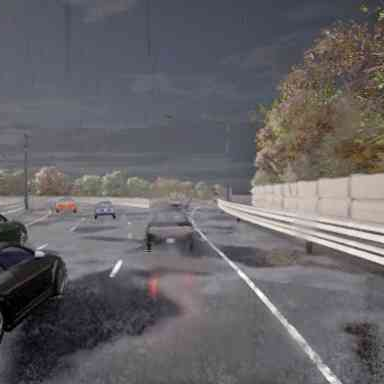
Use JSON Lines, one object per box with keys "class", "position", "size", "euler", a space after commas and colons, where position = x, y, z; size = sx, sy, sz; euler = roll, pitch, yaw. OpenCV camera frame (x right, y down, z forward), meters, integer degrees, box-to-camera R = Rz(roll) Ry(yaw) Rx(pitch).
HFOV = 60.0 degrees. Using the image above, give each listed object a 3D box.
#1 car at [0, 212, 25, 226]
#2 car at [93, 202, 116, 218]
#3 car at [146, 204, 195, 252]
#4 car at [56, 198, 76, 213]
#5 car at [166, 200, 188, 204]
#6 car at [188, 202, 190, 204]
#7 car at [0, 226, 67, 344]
{"class": "car", "position": [-7.854, 1.397, 12.213], "size": [2.097, 1.767, 4.553], "euler": [0, 0, -7]}
{"class": "car", "position": [-8.046, 1.600, 30.616], "size": [2.033, 1.411, 5.357], "euler": [0, 0, -17]}
{"class": "car", "position": [-0.932, 1.500, 14.072], "size": [2.128, 1.511, 4.902], "euler": [0, 0, -4]}
{"class": "car", "position": [-14.770, 1.443, 39.094], "size": [2.097, 1.767, 4.553], "euler": [0, 0, -21]}
{"class": "car", "position": [-1.632, 1.525, 33.314], "size": [1.837, 1.490, 4.892], "euler": [0, 0, 1]}
{"class": "car", "position": [-1.241, 1.622, 41.789], "size": [1.895, 1.301, 4.718], "euler": [0, 0, 4]}
{"class": "car", "position": [-3.765, 1.586, 5.963], "size": [1.994, 1.385, 4.181], "euler": [0, 0, -3]}
